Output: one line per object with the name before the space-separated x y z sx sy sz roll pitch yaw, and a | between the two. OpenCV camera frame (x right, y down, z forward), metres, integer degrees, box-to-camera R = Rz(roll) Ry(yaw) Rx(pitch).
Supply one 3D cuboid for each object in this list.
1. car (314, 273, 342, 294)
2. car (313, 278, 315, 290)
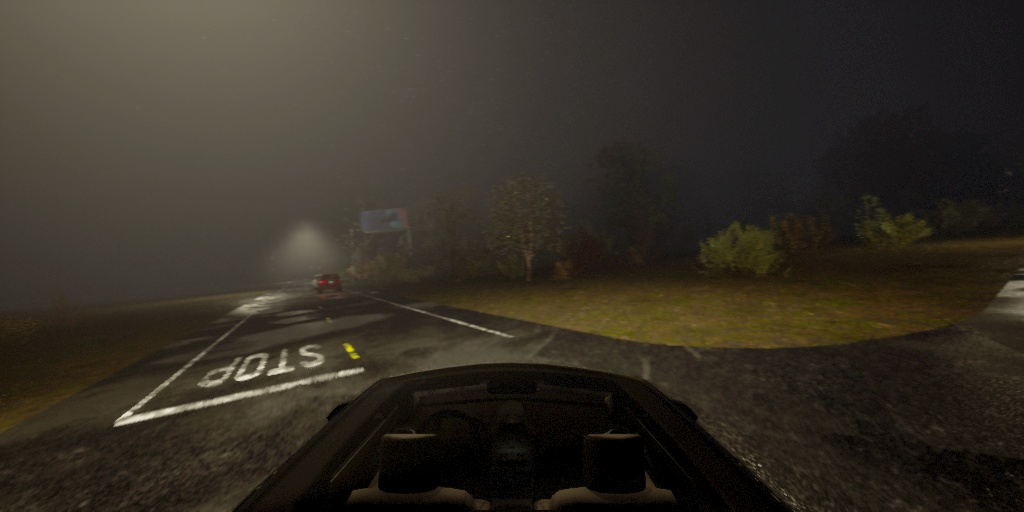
car | -19.751 2.897 38.727 2.150 2.045 5.566 -5 0 -31
car | -25.282 3.430 48.029 2.150 2.045 5.566 -5 0 -31
